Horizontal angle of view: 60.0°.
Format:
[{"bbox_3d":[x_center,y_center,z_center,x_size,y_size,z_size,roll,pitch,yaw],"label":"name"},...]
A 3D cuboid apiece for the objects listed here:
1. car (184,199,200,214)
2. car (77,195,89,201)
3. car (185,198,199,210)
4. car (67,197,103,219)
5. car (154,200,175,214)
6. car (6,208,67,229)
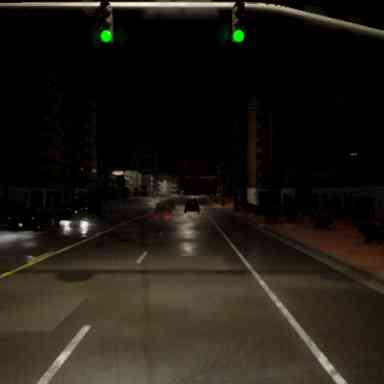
[{"bbox_3d":[0.005,1.875,42.043,1.882,1.535,5.008,0,-1,0],"label":"car"},{"bbox_3d":[-29.478,1.526,89.966,1.970,1.475,3.806,0,1,0],"label":"car"},{"bbox_3d":[-0.001,1.875,52.269,2.097,1.767,4.553,0,-1,0],"label":"car"},{"bbox_3d":[-10.509,1.497,32.922,2.150,2.045,5.566,0,-1,0],"label":"car"},{"bbox_3d":[-3.500,1.908,41.047,1.812,1.442,4.674,0,-1,0],"label":"car"},{"bbox_3d":[-10.549,1.752,22.707,1.895,1.301,4.718,0,-1,1],"label":"car"}]
